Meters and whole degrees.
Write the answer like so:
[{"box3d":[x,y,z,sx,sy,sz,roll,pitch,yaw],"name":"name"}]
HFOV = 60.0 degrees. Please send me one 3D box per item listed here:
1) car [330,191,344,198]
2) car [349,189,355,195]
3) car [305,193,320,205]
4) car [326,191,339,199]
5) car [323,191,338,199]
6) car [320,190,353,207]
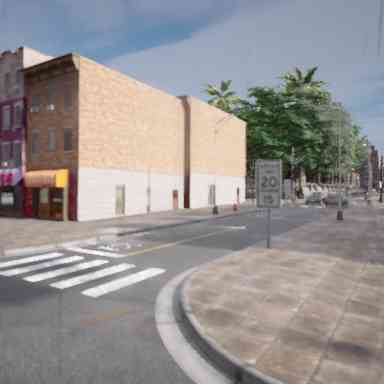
[{"box3d":[30.897,0.478,70.864,2.008,1.369,4.403,2,2,32],"name":"car"},{"box3d":[39.540,0.324,84.744,1.802,1.307,4.206,2,2,32],"name":"car"},{"box3d":[15.432,0.861,41.254,1.837,1.490,4.892,0,1,32],"name":"car"},{"box3d":[28.126,0.514,66.510,1.752,1.417,4.829,2,2,32],"name":"car"},{"box3d":[27.103,0.564,64.822,2.008,1.369,4.403,2,2,32],"name":"car"},{"box3d":[16.287,0.898,37.425,2.128,1.511,4.902,0,1,33],"name":"car"}]
